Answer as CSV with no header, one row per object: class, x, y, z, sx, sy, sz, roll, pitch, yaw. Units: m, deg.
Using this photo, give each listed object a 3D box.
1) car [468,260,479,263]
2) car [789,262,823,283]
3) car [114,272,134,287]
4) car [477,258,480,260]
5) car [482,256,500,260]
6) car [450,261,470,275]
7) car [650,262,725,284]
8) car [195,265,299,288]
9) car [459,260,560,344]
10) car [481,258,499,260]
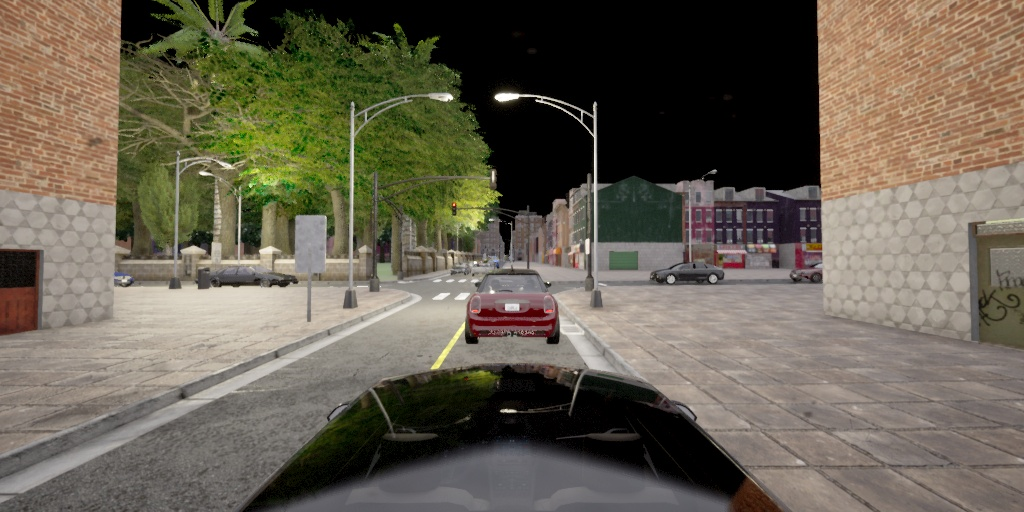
car,-2.962,1.379,36.842,1.895,1.301,4.718,0,0,2
car,22.251,1.104,25.251,4.674,1.442,1.812,-1,-1,0
car,-26.145,1.259,22.020,4.674,1.442,1.812,0,-1,0
car,-5.576,1.343,45.635,2.007,1.370,4.403,0,0,0
car,-3.125,1.041,57.581,2.150,2.045,5.566,0,0,0
car,-5.542,1.331,38.500,2.007,1.370,4.403,0,0,0
car,12.221,1.191,25.178,4.892,1.490,1.837,-1,-1,0
car,-16.235,1.287,22.066,5.357,1.411,2.033,0,-1,0
car,0.025,1.105,9.722,2.097,1.767,4.553,0,0,1
car,-3.046,1.300,46.919,1.837,1.490,4.892,0,0,-1
